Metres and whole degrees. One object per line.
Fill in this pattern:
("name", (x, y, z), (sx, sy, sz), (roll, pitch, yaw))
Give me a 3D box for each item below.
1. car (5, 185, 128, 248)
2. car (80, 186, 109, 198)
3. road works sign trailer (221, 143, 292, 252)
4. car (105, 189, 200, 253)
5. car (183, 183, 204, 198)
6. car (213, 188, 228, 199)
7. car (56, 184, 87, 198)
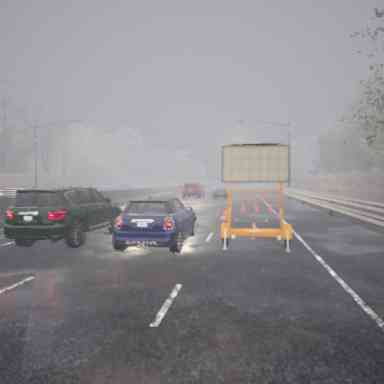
("car", (-4.586, 0.800, 12.811), (2.150, 2.045, 5.566), (0, 2, 9))
("car", (-13.575, -0.033, 46.585), (1.882, 1.535, 5.008), (0, 2, 9))
("road works sign trailer", (2.282, 0.055, 12.044), (2.380, 3.560, 2.880), (0, 2, 9))
("car", (-1.152, 0.946, 12.118), (2.097, 1.767, 4.553), (0, 2, 9))
("car", (0.206, -0.193, 42.933), (2.150, 2.045, 5.566), (0, 2, 9))
("car", (3.906, 0.111, 43.926), (1.994, 1.385, 4.181), (0, 2, 9))
("car", (-17.005, -0.174, 47.215), (2.097, 1.767, 4.553), (0, 2, 9))
